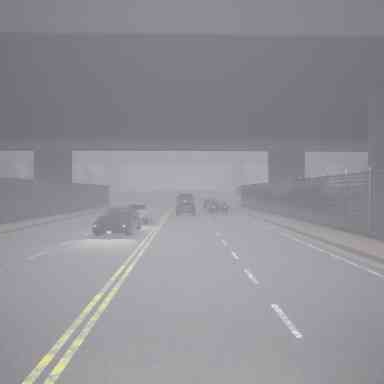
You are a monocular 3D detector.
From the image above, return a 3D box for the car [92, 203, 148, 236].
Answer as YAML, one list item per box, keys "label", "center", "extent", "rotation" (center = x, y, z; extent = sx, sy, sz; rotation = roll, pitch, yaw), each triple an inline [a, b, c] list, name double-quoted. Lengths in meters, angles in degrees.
- label: "car"
  center: [-3.986, 1.548, 18.554]
  extent: [2.033, 1.411, 5.357]
  rotation: [0, 0, -1]

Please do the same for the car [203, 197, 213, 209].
- label: "car"
  center: [2.561, 1.478, 46.455]
  extent: [1.882, 1.535, 5.008]
  rotation: [0, 0, -1]

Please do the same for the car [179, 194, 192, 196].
- label: "car"
  center: [-0.869, 1.221, 43.258]
  extent: [2.150, 2.045, 5.566]
  rotation: [0, 0, -1]

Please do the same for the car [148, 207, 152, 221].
- label: "car"
  center: [-4.033, 1.526, 24.590]
  extent: [1.812, 1.442, 4.674]
  rotation: [0, 0, -1]

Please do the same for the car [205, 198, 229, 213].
- label: "car"
  center: [2.796, 1.601, 36.426]
  extent: [1.895, 1.301, 4.718]
  rotation: [0, 0, -1]

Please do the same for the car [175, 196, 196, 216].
- label: "car"
  center: [-0.621, 1.491, 32.858]
  extent: [2.128, 1.511, 4.902]
  rotation: [0, 0, -1]
